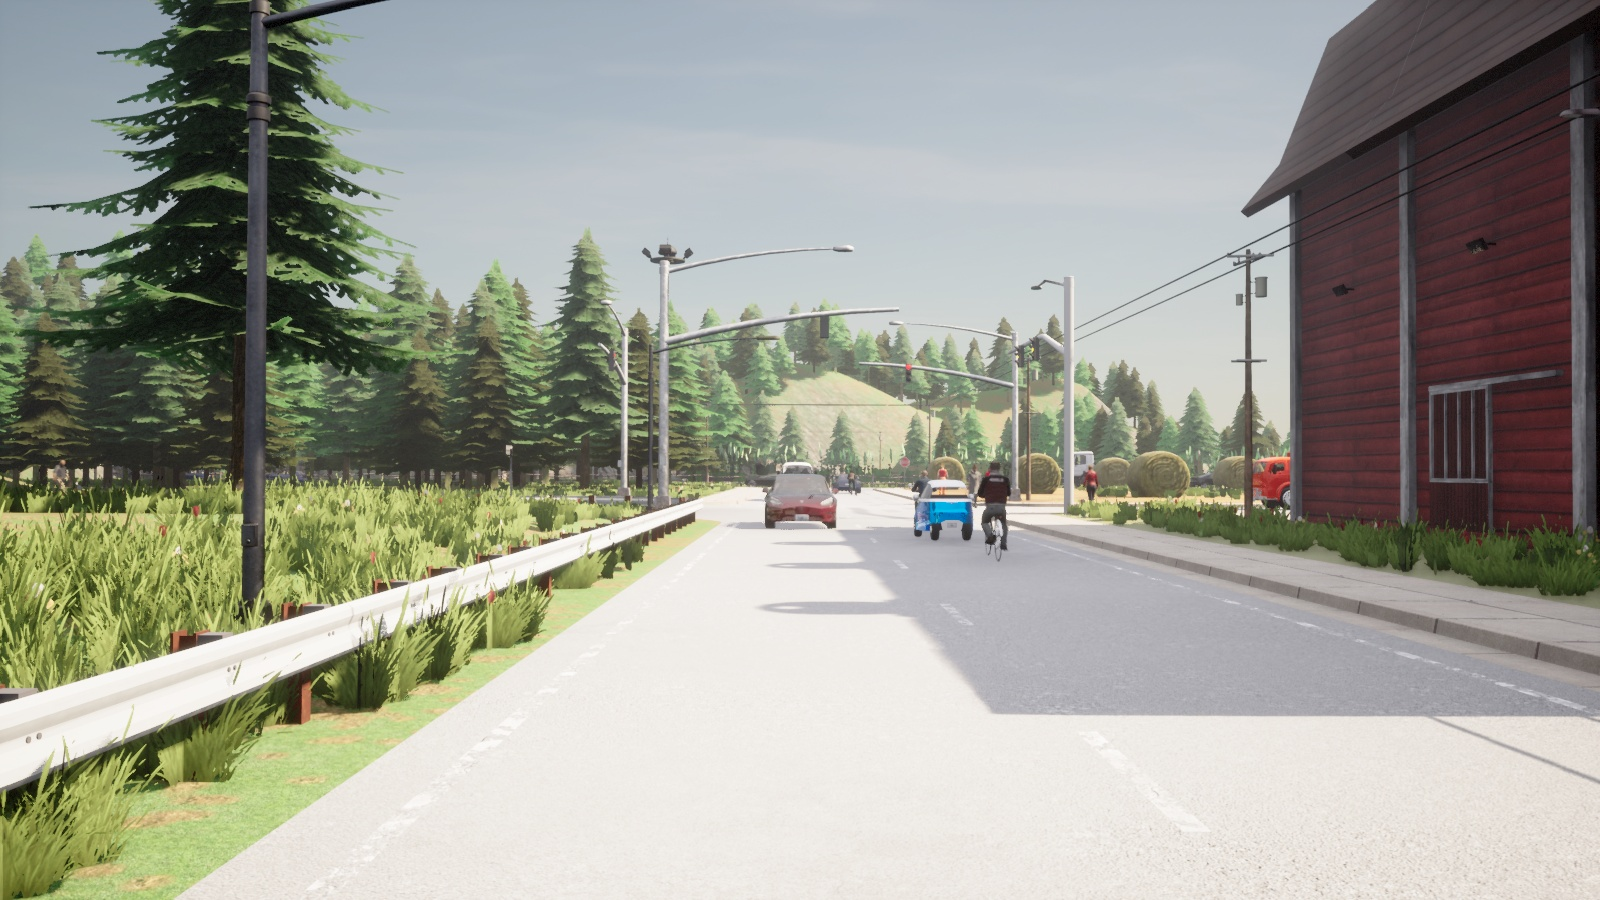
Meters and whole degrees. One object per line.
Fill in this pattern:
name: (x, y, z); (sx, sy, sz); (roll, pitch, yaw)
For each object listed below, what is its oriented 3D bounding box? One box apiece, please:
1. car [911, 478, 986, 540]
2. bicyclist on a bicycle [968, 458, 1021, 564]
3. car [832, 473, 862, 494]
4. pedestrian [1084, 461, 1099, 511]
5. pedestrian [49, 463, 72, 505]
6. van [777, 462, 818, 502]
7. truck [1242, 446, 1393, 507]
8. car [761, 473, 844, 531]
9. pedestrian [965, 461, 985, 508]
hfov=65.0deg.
car: (3.436, 1.348, 29.386); (1.481, 1.376, 2.207); (0, -1, 0)
bicyclist on a bicycle: (3.450, 1.045, 22.415); (0.659, 1.776, 1.843); (0, 1, 0)
car: (3.304, 2.354, 88.869); (1.994, 1.385, 4.181); (0, -1, 0)
pedestrian: (10.846, 1.330, 46.747); (0.331, 1.846, 0.636); (0, -1, -4)
pedestrian: (-32.593, 1.508, 55.360); (0.694, 1.848, 0.540); (0, -1, 1)
van: (-0.147, 1.652, 66.455); (2.069, 2.038, 4.480); (0, -1, 0)
truck: (21.534, 1.089, 52.427); (5.204, 2.467, 2.627); (0, -1, -1)
car: (0.009, 1.407, 35.358); (2.163, 1.488, 4.792); (0, -1, -1)
pedestrian: (7.405, 1.450, 53.124); (0.659, 1.952, 0.873); (0, -1, -5)
